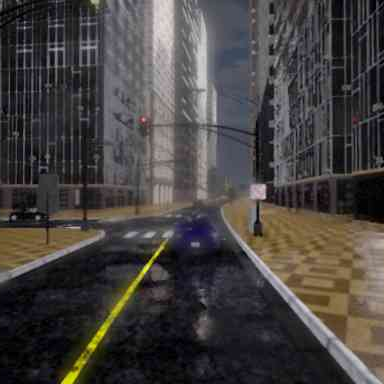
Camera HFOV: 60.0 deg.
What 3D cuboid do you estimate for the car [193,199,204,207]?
[{"bbox_3d":[1.381,2.096,66.474,1.882,1.535,5.008,0,0,8],"label":"car"}]

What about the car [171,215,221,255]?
[{"bbox_3d":[0.202,1.669,13.805,1.812,1.442,4.674,0,0,2],"label":"car"}]

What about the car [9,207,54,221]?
[{"bbox_3d":[-16.265,2.205,33.671,4.403,1.369,2.008,-1,0,10],"label":"car"}]
